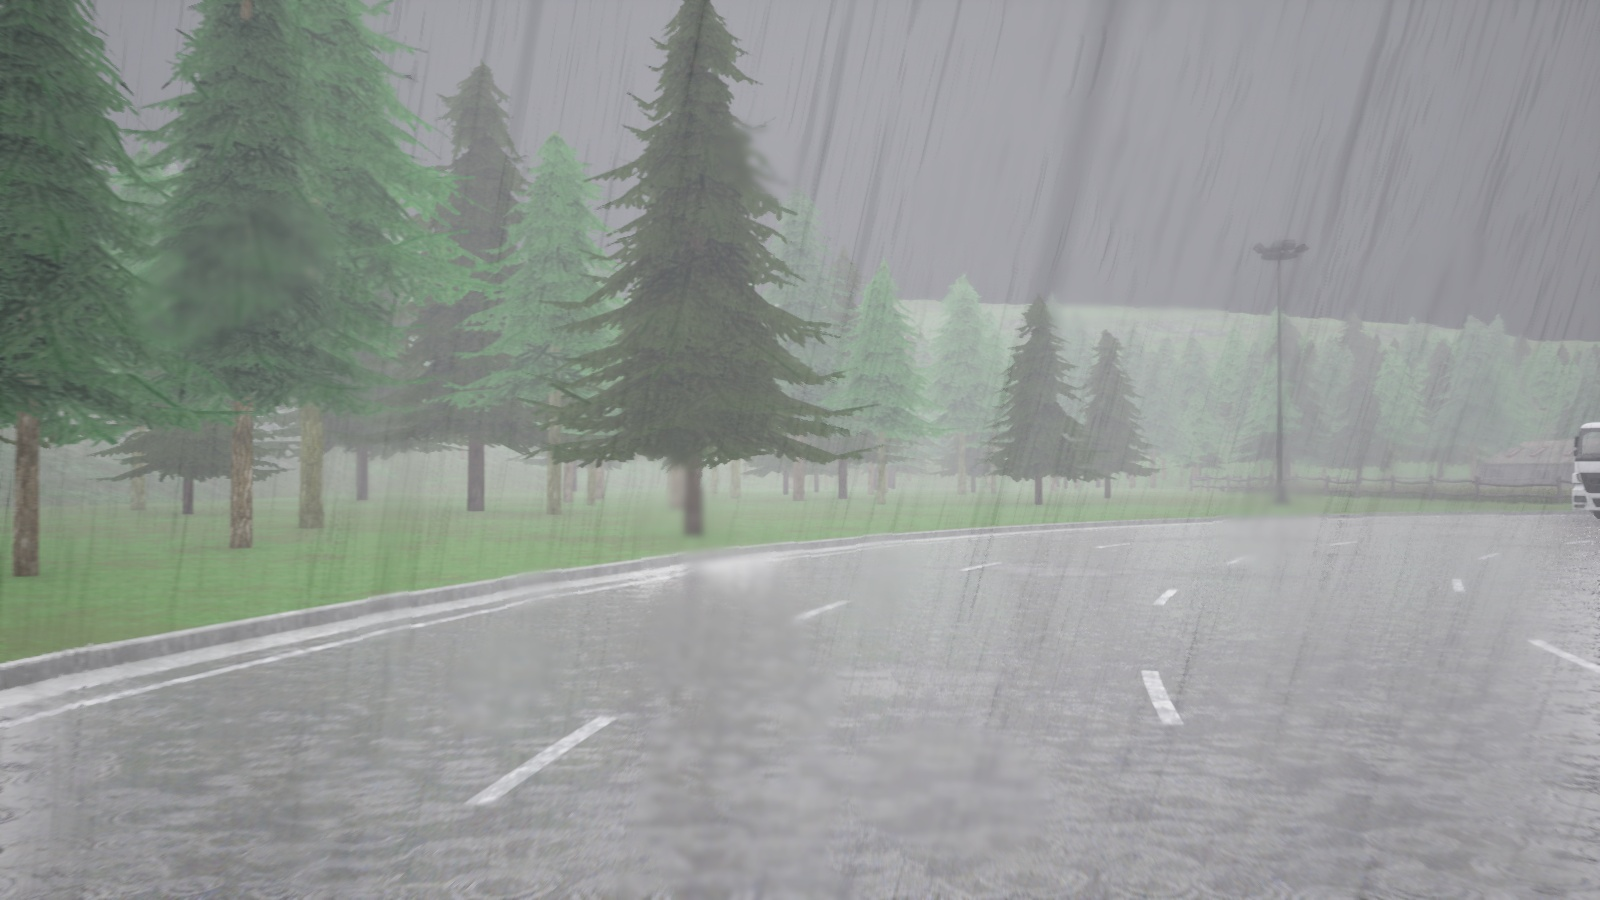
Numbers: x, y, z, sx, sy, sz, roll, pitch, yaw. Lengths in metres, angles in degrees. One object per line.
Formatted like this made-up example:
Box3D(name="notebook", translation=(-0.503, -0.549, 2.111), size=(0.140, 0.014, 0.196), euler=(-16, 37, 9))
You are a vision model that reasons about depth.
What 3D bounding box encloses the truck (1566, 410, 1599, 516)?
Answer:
Box3D(name="truck", translation=(29.948, 0.441, 42.354), size=(7.936, 3.462, 2.891), euler=(0, -1, -23))
